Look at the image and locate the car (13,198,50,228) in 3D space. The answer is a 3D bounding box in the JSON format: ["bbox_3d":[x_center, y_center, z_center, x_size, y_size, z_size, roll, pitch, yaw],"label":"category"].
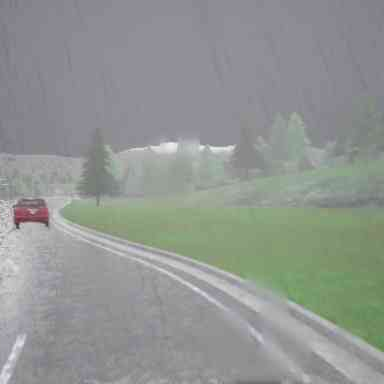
[{"bbox_3d":[-11.921,1.475,24.683,2.150,2.045,5.566,-1,0,-28],"label":"car"}]

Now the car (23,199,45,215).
[{"bbox_3d":[-19.119,1.758,40.337,2.097,1.767,4.553,-1,0,-22],"label":"car"}]
